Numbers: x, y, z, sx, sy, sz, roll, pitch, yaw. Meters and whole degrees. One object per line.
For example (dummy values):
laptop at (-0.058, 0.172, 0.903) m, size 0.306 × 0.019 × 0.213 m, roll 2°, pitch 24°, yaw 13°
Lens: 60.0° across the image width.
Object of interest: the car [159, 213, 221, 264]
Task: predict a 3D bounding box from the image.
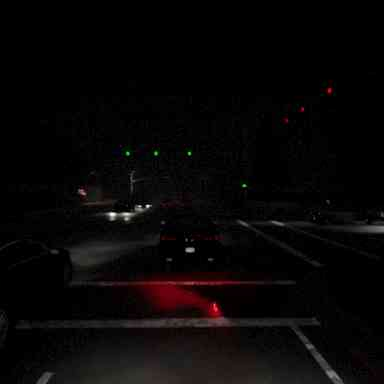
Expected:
car at (-0.102, 1.482, 11.852) m, size 1.882 × 1.535 × 5.008 m, roll 0°, pitch 0°, yaw -1°

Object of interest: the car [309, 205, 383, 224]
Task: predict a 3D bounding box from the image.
car at (11.113, 1.608, 24.249) m, size 4.718 × 1.301 × 1.895 m, roll 0°, pitch 0°, yaw -1°

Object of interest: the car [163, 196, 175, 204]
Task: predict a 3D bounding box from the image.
car at (-4.803, 1.520, 66.908) m, size 2.128 × 1.511 × 4.902 m, roll 0°, pitch 0°, yaw -1°

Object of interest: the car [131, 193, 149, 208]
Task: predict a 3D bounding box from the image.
car at (-8.083, 1.242, 49.167) m, size 2.150 × 2.045 × 5.566 m, roll 0°, pitch 0°, yaw -1°

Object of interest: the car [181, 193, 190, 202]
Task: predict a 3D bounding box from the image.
car at (-1.480, 1.255, 76.987) m, size 2.150 × 2.045 × 5.566 m, roll 0°, pitch 0°, yaw -1°

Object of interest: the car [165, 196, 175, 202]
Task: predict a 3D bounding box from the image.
car at (-4.984, 1.571, 77.218) m, size 2.033 × 1.411 × 5.357 m, roll 0°, pitch 0°, yaw -1°

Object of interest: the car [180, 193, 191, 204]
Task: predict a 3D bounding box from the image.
car at (-1.290, 1.247, 66.251) m, size 2.150 × 2.045 × 5.566 m, roll 0°, pitch 0°, yaw -1°

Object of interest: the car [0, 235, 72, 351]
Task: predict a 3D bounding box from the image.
car at (-3.603, 1.495, 5.819) m, size 2.128 × 1.511 × 4.902 m, roll 0°, pitch 0°, yaw -3°

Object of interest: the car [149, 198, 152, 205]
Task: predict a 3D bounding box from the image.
car at (-8.204, 1.589, 59.239) m, size 1.994 × 1.385 × 4.181 m, roll 0°, pitch 0°, yaw -1°

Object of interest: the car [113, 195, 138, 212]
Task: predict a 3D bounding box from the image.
car at (-7.931, 1.495, 39.181) m, size 1.882 × 1.535 × 5.008 m, roll 0°, pitch 0°, yaw -1°
